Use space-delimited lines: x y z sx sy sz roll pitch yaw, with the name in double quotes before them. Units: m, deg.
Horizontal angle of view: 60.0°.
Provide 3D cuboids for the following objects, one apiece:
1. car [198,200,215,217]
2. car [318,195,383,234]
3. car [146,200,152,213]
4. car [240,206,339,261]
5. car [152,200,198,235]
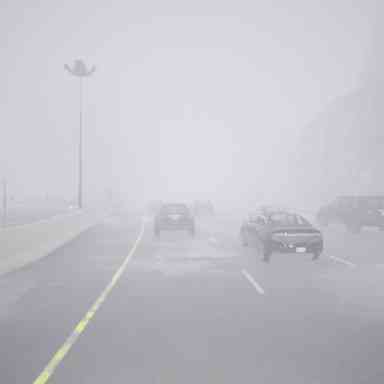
"car" 0.792 1.489 30.791 2.128 1.511 4.902 0 0 -10
"car" 9.449 1.200 19.462 2.150 2.045 5.566 0 0 -6
"car" -4.078 1.555 37.786 2.033 1.411 5.357 0 0 -12
"car" 3.044 1.484 12.186 2.128 1.511 4.902 0 0 -4
"car" -1.086 1.354 19.003 2.097 1.767 4.553 0 0 -6
